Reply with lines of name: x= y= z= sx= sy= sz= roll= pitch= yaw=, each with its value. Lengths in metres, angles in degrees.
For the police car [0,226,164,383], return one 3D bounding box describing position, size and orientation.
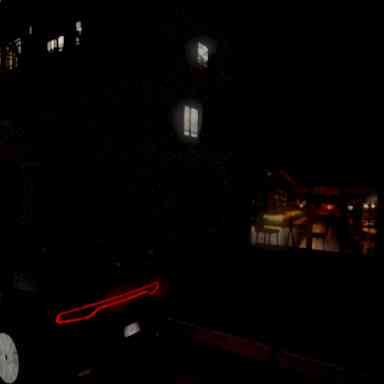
police car: x=-2.816 y=1.406 z=5.427 sx=5.238 sy=1.638 sz=1.930 roll=0 pitch=0 yaw=35
